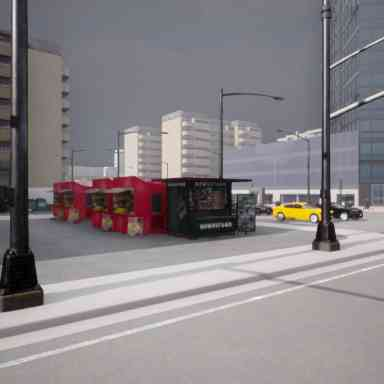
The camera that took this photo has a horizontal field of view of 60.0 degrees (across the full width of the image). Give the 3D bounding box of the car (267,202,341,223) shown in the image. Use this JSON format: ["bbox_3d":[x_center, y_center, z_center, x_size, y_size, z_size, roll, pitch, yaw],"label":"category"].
[{"bbox_3d":[8.898,1.589,26.818,1.882,1.535,5.008,0,-1,-38],"label":"car"}]

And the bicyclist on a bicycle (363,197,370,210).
[{"bbox_3d":[22.251,1.466,42.463,1.656,1.620,0.582,0,0,-36],"label":"bicyclist on a bicycle"}]

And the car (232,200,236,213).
[{"bbox_3d":[3.073,1.455,34.884,2.150,2.045,5.566,0,-1,-36],"label":"car"}]

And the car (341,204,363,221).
[{"bbox_3d":[12.001,1.587,28.535,1.882,1.535,5.008,0,-1,-36],"label":"car"}]

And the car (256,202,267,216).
[{"bbox_3d":[6.716,1.778,35.814,1.994,1.385,4.181,0,-1,-36],"label":"car"}]
